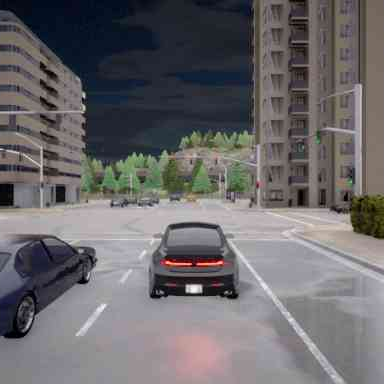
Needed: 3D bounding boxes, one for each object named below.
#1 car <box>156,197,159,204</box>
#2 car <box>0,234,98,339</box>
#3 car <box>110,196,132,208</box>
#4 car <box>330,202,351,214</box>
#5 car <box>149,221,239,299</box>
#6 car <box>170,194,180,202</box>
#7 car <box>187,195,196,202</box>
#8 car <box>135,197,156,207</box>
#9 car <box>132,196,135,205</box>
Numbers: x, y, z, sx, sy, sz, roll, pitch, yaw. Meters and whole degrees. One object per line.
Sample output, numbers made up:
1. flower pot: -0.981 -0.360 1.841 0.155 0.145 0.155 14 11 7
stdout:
1. car: -7.174 1.562 61.895 1.994 1.385 4.181 0 0 0
2. car: -3.461 1.547 6.516 2.033 1.411 5.357 0 0 0
3. car: -10.681 1.490 49.016 2.128 1.511 4.902 0 0 0
4. car: 17.285 1.546 34.580 5.357 1.411 2.033 0 0 0
5. car: 0.049 1.505 8.445 1.837 1.490 4.892 0 0 0
6. car: -3.627 1.191 72.903 2.097 1.767 4.553 0 0 0
7. car: -0.125 1.475 73.854 1.882 1.535 5.008 0 0 0
8. car: -7.183 1.524 51.982 1.812 1.442 4.674 0 0 -1
9. car: -10.675 1.502 58.289 1.837 1.490 4.892 0 0 0
